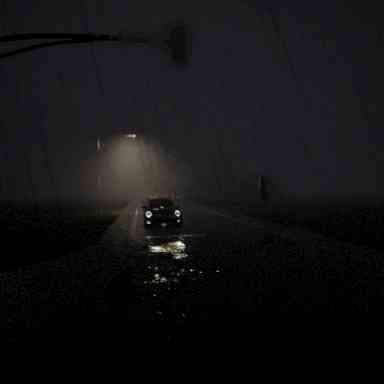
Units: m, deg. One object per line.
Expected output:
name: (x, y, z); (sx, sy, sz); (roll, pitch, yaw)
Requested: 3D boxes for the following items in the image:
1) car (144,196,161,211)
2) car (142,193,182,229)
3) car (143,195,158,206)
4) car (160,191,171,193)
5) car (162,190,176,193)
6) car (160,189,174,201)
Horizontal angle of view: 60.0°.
car: (-4.535, 1.196, 37.520); (1.812, 1.442, 4.674); (-1, 1, -8)
car: (-1.867, 1.176, 20.126); (2.097, 1.767, 4.553); (-1, 1, -9)
car: (-5.954, 1.145, 47.162); (1.994, 1.385, 4.181); (-1, 1, -9)
car: (-3.208, 1.100, 28.804); (2.097, 1.767, 4.553); (-1, 1, -9)
car: (-3.230, 0.810, 52.412); (2.097, 1.767, 4.553); (-1, 1, -9)
car: (-4.795, 0.581, 62.504); (2.150, 2.045, 5.566); (-1, 1, -9)
